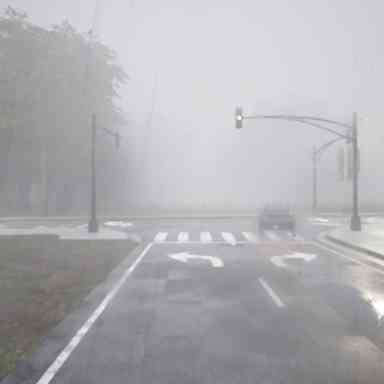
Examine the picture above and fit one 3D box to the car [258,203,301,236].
[{"bbox_3d":[4.823,1.371,18.224,2.128,1.511,4.902,0,2,20],"label":"car"}]
